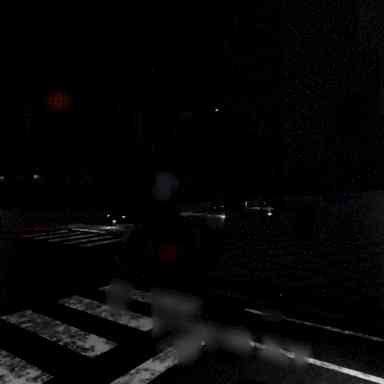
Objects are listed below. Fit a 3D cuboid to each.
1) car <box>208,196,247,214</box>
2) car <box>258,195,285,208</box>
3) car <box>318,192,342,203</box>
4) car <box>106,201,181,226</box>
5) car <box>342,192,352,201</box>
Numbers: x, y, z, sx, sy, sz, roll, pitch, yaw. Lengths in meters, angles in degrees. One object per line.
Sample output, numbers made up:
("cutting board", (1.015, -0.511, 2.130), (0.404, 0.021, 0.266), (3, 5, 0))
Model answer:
("car", (3.321, 1.112, 30.371), (1.837, 1.490, 4.892), (0, 1, 35))
("car", (9.239, 1.034, 38.636), (1.994, 1.385, 4.181), (0, 1, 36))
("car", (19.481, 0.813, 47.491), (1.837, 1.490, 4.892), (0, 1, 36))
("car", (-2.952, 1.299, 21.551), (2.033, 1.411, 5.357), (0, 1, 37))
("car", (25.362, 0.652, 55.720), (1.882, 1.535, 5.008), (0, 1, 36))
